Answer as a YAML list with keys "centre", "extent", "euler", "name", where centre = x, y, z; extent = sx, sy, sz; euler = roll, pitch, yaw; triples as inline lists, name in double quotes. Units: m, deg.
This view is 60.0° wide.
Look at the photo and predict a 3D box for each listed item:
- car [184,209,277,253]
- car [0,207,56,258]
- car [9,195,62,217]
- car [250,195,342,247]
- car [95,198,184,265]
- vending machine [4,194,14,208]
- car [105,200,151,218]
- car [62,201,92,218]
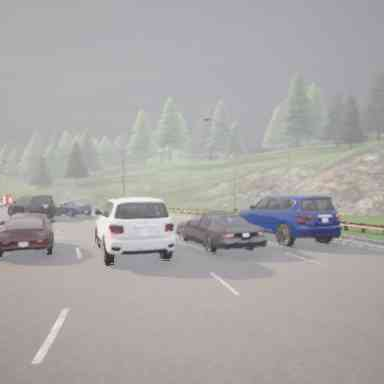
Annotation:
- centre: [0.954, 1.509, 13.603]
  extent: [2.033, 1.411, 5.357]
  euler: [-1, 0, -20]
  name: "car"
- centre: [-6.458, 1.562, 13.100]
  extent: [1.812, 1.442, 4.674]
  euler: [0, 0, -23]
  name: "car"
- centre: [-13.739, 1.298, 28.543]
  extent: [5.566, 2.045, 2.150]
  euler: [0, 0, 42]
  name: "car"
- centre: [4.077, 1.150, 14.982]
  extent: [2.150, 2.045, 5.566]
  euler: [0, 0, -20]
  name: "car"
- centre: [-2.242, 1.219, 12.120]
  extent: [2.150, 2.045, 5.566]
  euler: [0, 0, -19]
  name: "car"
- centre: [-28.627, 1.370, 51.964]
  extent: [0.880, 2.100, 1.100]
  euler: [-1, 0, 26]
  name: "vending machine"
- centre: [-5.973, 1.500, 30.546]
  extent: [1.837, 1.490, 4.892]
  euler: [0, 0, -44]
  name: "car"
- centre: [-10.903, 1.570, 30.541]
  extent: [4.674, 1.442, 1.812]
  euler: [0, 0, 44]
  name: "car"
